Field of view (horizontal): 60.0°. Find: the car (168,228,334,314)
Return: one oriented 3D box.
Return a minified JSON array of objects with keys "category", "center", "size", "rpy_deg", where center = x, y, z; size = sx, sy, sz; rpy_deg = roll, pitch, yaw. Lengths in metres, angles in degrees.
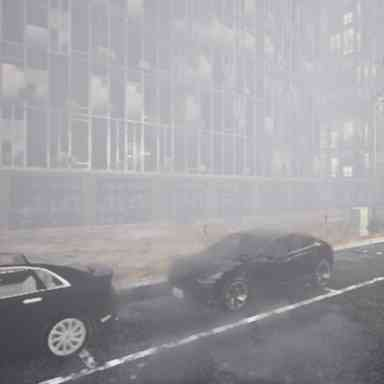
[{"category":"car","center":[1.509,1.553,7.626],"size":[4.313,1.339,1.947],"rpy_deg":[0,0,-35]}]

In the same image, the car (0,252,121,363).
[{"category":"car","center":[-3.129,1.551,4.325],"size":[4.403,1.369,2.008],"rpy_deg":[0,0,-35]}]
